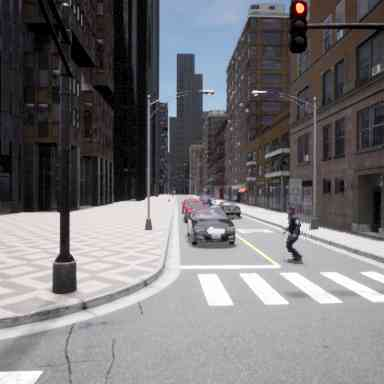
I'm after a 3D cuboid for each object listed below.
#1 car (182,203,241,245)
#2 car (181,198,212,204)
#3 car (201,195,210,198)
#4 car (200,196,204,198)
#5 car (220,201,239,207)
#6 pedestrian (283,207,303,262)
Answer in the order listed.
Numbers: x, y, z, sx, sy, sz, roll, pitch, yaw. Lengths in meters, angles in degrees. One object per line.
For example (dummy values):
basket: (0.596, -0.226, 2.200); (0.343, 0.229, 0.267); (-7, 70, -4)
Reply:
car: (0.785, 1.494, 15.618); (2.128, 1.511, 4.902); (0, 0, -4)
car: (0.330, 1.481, 25.903); (1.882, 1.535, 5.008); (0, 0, -3)
car: (2.167, 1.324, 56.073); (2.097, 1.767, 4.553); (0, 0, -2)
car: (-0.130, 1.480, 36.247); (1.882, 1.535, 5.008); (0, 0, -2)
car: (3.307, 1.562, 31.014); (2.033, 1.411, 5.357); (0, 0, -2)
pedestrian: (3.235, 1.303, 10.585); (0.375, 1.860, 0.375); (0, 0, -3)
